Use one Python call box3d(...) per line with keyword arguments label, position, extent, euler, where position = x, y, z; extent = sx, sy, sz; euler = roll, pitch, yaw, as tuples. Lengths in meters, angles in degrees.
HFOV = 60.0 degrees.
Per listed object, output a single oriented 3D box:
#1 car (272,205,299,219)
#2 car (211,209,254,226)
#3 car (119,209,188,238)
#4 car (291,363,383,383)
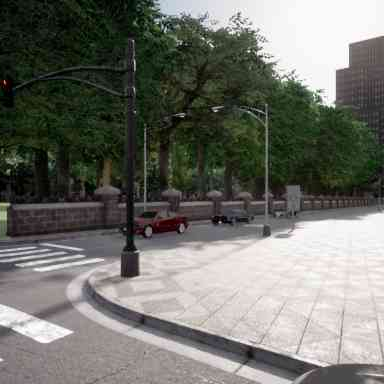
box3d(label="car", position=(10.959, 2.309, 38.859), extent=(2.128, 1.511, 4.902), euler=(0, -1, 35))
box3d(label="car", position=(3.518, 2.147, 28.367), extent=(1.895, 1.301, 4.718), euler=(0, -1, 35))
box3d(label="car", position=(-2.213, 1.820, 20.276), extent=(1.882, 1.535, 5.008), euler=(0, -1, 35))
box3d(label="car", position=(2.389, 1.551, 1.258), extent=(4.403, 1.369, 2.008), euler=(0, 0, 36))
